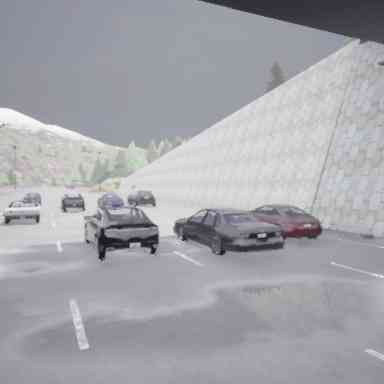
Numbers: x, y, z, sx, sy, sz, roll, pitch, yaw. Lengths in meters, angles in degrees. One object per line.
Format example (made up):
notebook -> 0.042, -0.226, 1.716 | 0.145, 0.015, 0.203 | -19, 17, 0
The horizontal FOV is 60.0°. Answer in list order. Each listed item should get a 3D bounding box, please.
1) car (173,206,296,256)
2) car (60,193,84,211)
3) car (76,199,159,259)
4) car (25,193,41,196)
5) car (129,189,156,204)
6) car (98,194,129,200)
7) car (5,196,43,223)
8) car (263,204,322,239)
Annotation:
car -> 1.038, 1.281, 12.073 | 2.033, 1.411, 5.357 | -1, 1, -24
car -> -10.901, 0.854, 30.327 | 2.128, 1.511, 4.902 | -1, 1, -24
car -> -2.601, 1.242, 11.640 | 2.128, 1.511, 4.902 | -1, 1, -24
car -> -17.702, 0.778, 37.018 | 2.033, 1.411, 5.357 | -1, 1, -24
car -> -5.425, 0.597, 35.235 | 2.097, 1.767, 4.553 | -1, 1, -24
car -> -7.955, 0.861, 32.315 | 2.033, 1.411, 5.357 | -1, 1, -24
car -> -10.771, 1.156, 21.415 | 1.895, 1.301, 4.718 | -1, 1, -24
car -> 3.671, 1.234, 14.764 | 1.994, 1.385, 4.181 | -1, 1, -24
